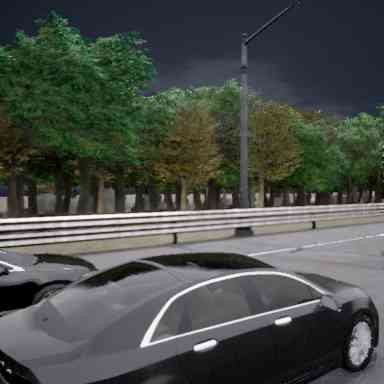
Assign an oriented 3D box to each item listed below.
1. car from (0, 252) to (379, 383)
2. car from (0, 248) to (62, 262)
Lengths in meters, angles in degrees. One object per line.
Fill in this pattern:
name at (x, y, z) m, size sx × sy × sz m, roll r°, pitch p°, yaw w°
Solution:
car at (0.367, 1.504, 4.006) m, size 4.892 × 1.490 × 1.837 m, roll 0°, pitch 0°, yaw -36°
car at (-3.919, 1.492, 5.250) m, size 4.902 × 1.511 × 2.128 m, roll 0°, pitch 0°, yaw -35°
